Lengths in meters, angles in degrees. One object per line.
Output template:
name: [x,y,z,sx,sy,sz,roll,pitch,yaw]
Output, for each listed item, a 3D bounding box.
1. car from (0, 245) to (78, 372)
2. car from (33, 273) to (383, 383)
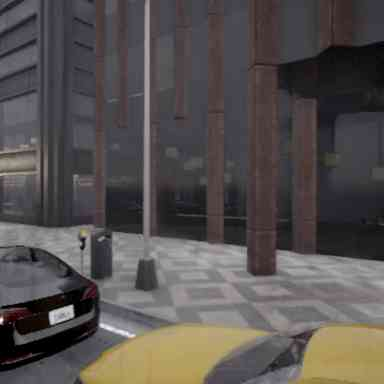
car: [-3.299,1.540,5.312,4.313,1.339,1.947,0,0,35]
car: [1.139,1.524,2.151,4.829,1.417,1.752,0,0,35]
